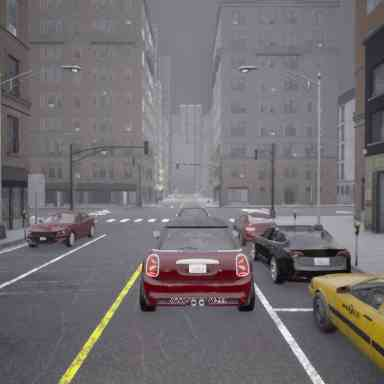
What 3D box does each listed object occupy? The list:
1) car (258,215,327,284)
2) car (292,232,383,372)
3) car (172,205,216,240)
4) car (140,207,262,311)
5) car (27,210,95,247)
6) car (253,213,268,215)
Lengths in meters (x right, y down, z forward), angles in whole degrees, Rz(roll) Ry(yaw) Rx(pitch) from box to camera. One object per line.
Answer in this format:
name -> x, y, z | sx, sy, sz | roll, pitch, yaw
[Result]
car -> 2.851, 1.563, 9.388 | 1.947, 1.339, 4.313 | -1, 0, 0
car -> 2.859, 1.524, 3.972 | 1.752, 1.417, 4.829 | -1, 0, 0
car -> 0.068, 1.542, 18.131 | 2.033, 1.411, 5.357 | 0, 0, 0
car -> 0.088, 1.350, 7.893 | 2.097, 1.767, 4.553 | 0, 0, 0
car -> -5.704, 1.540, 14.957 | 1.887, 1.381, 4.507 | -1, 0, 0
car -> 2.842, 1.577, 14.974 | 1.802, 1.307, 4.206 | -1, 0, 0
